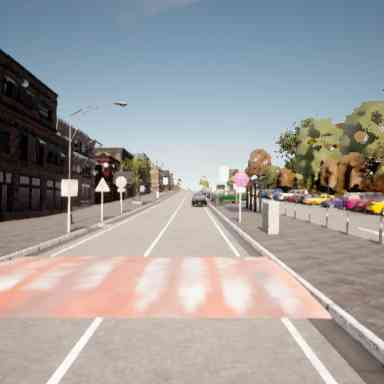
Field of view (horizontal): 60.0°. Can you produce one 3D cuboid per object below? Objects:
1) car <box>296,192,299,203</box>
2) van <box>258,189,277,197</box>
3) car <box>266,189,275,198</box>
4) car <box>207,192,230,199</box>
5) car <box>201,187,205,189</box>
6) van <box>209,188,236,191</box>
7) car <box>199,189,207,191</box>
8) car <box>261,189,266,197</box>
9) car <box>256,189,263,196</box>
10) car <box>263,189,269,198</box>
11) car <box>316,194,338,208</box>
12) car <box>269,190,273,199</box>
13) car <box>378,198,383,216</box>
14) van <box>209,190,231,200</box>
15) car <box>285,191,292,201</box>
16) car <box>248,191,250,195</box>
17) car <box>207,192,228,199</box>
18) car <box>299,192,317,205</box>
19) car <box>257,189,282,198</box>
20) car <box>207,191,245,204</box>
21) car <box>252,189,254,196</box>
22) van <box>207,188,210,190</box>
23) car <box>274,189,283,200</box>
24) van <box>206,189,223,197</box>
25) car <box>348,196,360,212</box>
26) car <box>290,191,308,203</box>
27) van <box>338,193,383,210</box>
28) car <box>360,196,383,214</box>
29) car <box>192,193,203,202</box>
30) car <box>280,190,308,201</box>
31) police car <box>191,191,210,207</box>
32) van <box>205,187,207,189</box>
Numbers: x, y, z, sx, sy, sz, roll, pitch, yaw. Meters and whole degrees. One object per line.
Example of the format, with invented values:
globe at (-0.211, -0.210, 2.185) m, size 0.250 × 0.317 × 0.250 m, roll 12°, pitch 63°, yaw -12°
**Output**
car at (18.846, 1.107, 50.303) m, size 4.792 × 1.488 × 2.163 m, roll 0°, pitch 1°, yaw 0°
van at (18.888, 0.271, 83.608) m, size 4.442 × 1.987 × 1.878 m, roll 0°, pitch 1°, yaw 0°
car at (18.975, 0.775, 69.733) m, size 5.366 × 1.575 × 1.946 m, roll 0°, pitch 1°, yaw 0°
car at (5.737, 0.771, 71.813) m, size 4.792 × 1.488 × 2.163 m, roll 0°, pitch 1°, yaw 0°
car at (5.665, 0.258, 83.024) m, size 5.566 × 2.045 × 2.435 m, roll 0°, pitch 1°, yaw 0°
van at (5.840, 0.695, 60.596) m, size 4.442 × 1.987 × 1.878 m, roll 0°, pitch 1°, yaw 0°
car at (0.971, 0.911, 54.461) m, size 2.097 × 1.767 × 4.553 m, roll 0°, pitch 1°, yaw 0°
car at (18.812, 0.705, 75.287) m, size 4.792 × 1.488 × 2.163 m, roll 0°, pitch 1°, yaw 0°
car at (18.751, 0.368, 78.056) m, size 5.566 × 2.045 × 2.435 m, roll 0°, pitch 1°, yaw 0°
car at (18.757, 0.761, 72.505) m, size 4.792 × 1.488 × 2.163 m, roll 0°, pitch 1°, yaw 0°
car at (18.800, 1.232, 41.977) m, size 4.792 × 1.488 × 2.163 m, roll 0°, pitch 1°, yaw 0°
car at (18.789, 0.824, 66.956) m, size 5.008 × 1.535 × 2.097 m, roll 0°, pitch 1°, yaw 0°
car at (18.845, 1.452, 28.101) m, size 4.674 × 1.452 × 2.002 m, roll 0°, pitch 1°, yaw 0°
van at (5.829, 0.563, 69.007) m, size 4.442 × 1.987 × 1.878 m, roll 0°, pitch 1°, yaw 0°
car at (18.815, 0.994, 55.853) m, size 5.008 × 1.535 × 2.097 m, roll 0°, pitch 1°, yaw 0°
car at (18.793, 0.119, 89.157) m, size 5.566 × 2.045 × 2.435 m, roll 0°, pitch 1°, yaw 0°
car at (5.702, 0.728, 74.621) m, size 4.674 × 1.452 × 2.002 m, roll 0°, pitch 1°, yaw 0°
car at (18.635, 1.116, 47.527) m, size 5.366 × 1.575 × 1.946 m, roll 0°, pitch 1°, yaw 0°
car at (18.804, 0.309, 80.832) m, size 5.566 × 2.045 × 2.435 m, roll 0°, pitch 1°, yaw 0°
car at (5.546, 1.002, 54.993) m, size 5.366 × 1.575 × 1.946 m, roll 0°, pitch 1°, yaw 0°
car at (18.954, 0.431, 86.387) m, size 5.366 × 1.575 × 1.946 m, roll 0°, pitch 1°, yaw 0°
van at (5.599, 0.610, 66.205) m, size 4.442 × 1.987 × 1.878 m, roll 0°, pitch 1°, yaw 0°
car at (18.773, 0.659, 61.400) m, size 5.566 × 2.045 × 2.435 m, roll 0°, pitch 1°, yaw 0°
van at (5.806, 0.219, 85.829) m, size 4.442 × 1.987 × 1.878 m, roll 0°, pitch 1°, yaw 0°
car at (18.837, 1.368, 33.653) m, size 4.674 × 1.452 × 2.002 m, roll 0°, pitch 1°, yaw 0°
car at (18.820, 1.037, 53.077) m, size 4.892 × 1.521 × 2.231 m, roll 0°, pitch 1°, yaw 0°
van at (18.953, 1.060, 36.424) m, size 4.442 × 1.987 × 1.878 m, roll 0°, pitch 1°, yaw 0°
car at (18.839, 1.369, 30.875) m, size 5.008 × 1.535 × 2.097 m, roll 0°, pitch 1°, yaw 0°
car at (0.974, 1.013, 60.503) m, size 1.837 × 1.490 × 4.892 m, roll 0°, pitch 1°, yaw 0°
car at (18.811, 0.952, 58.629) m, size 5.008 × 1.535 × 2.097 m, roll 0°, pitch 1°, yaw 0°
police car at (0.974, 1.131, 44.592) m, size 1.930 × 1.638 × 5.238 m, roll 0°, pitch 1°, yaw 0°
van at (5.813, 0.347, 80.225) m, size 4.442 × 1.987 × 1.878 m, roll 0°, pitch 1°, yaw 0°
